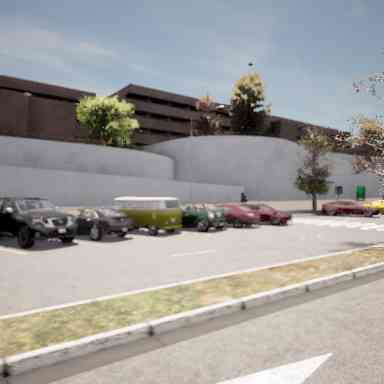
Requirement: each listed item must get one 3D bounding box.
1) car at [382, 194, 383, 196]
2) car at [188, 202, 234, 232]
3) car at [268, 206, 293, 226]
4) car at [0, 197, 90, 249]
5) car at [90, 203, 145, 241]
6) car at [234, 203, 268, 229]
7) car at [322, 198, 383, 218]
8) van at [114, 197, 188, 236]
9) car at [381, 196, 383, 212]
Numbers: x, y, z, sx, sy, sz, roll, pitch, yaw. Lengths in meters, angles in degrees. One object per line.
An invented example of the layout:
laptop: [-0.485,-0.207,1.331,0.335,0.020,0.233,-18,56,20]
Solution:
car: [24.256,1.230,37.512,5.566,2.045,2.435,-1,-1,35]
car: [-0.189,1.369,20.100,4.553,1.767,2.185,-1,-1,35]
car: [4.690,1.525,23.577,4.792,1.488,2.163,-1,-1,35]
car: [-7.478,1.243,14.918,5.566,2.045,2.435,-1,-1,35]
car: [-5.069,1.496,16.652,4.892,1.521,2.231,-1,-1,35]
car: [2.219,1.536,21.843,4.674,1.452,2.002,-1,-1,35]
car: [14.470,1.526,30.540,4.792,1.488,2.163,-1,-1,35]
van: [-2.742,1.271,18.453,4.442,1.987,1.878,-1,-1,35]
car: [19.181,1.493,34.137,5.366,1.575,1.946,-1,0,35]
